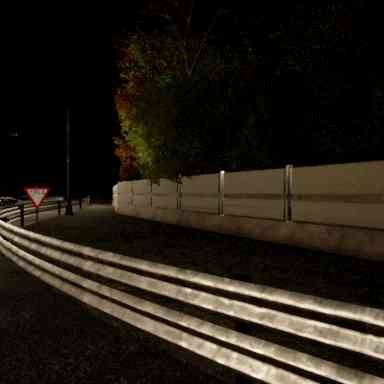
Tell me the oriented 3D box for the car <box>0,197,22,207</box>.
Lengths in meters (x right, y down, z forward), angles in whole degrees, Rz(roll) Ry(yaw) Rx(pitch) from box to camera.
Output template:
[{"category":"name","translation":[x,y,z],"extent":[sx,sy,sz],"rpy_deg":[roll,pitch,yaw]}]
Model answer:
[{"category":"car","translation":[-28.419,1.485,51.373],"extent":[2.128,1.511,4.902],"rpy_deg":[0,0,-13]}]

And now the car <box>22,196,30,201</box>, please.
[{"category":"car","translation":[-42.314,1.587,84.352],"extent":[1.895,1.301,4.718],"rpy_deg":[0,0,-35]}]
